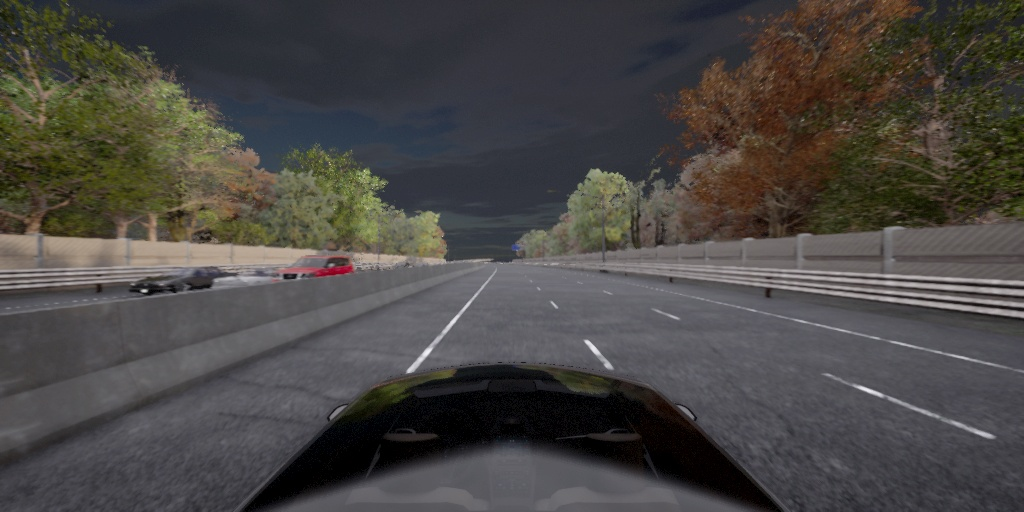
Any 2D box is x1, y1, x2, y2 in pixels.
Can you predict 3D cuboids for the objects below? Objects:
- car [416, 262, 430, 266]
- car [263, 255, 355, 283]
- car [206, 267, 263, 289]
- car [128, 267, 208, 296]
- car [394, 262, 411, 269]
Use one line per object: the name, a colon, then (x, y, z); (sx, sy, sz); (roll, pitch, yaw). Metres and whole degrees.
car: (-15.006, 1.745, 60.822); (1.837, 1.490, 4.892); (0, -1, -1)
car: (-10.692, 0.974, 19.881); (2.150, 2.045, 5.566); (0, 0, 0)
car: (-14.194, 1.359, 20.213); (1.895, 1.301, 4.718); (0, 0, 0)
car: (-17.692, 1.309, 19.891); (2.033, 1.411, 5.357); (0, 0, -1)
car: (-18.499, 1.747, 60.684); (1.837, 1.490, 4.892); (0, -1, -1)
